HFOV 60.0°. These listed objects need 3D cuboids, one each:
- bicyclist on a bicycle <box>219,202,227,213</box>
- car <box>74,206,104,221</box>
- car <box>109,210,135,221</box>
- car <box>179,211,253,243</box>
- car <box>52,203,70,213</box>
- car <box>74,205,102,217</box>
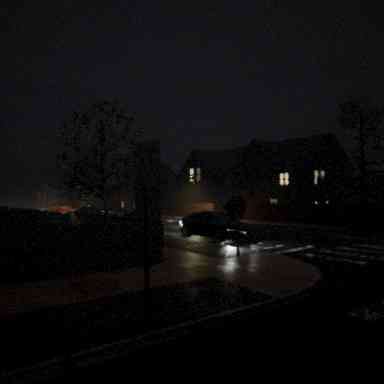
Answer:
[{"bbox_3d":[2.611,1.642,26.145,1.656,1.620,0.582,-1,0,-35],"label":"bicyclist on a bicycle"},{"bbox_3d":[-10.909,2.272,35.080,1.882,1.535,5.008,-1,-1,-35],"label":"car"},{"bbox_3d":[-4.930,2.151,26.667,1.895,1.301,4.718,-1,-1,-35],"label":"car"},{"bbox_3d":[1.157,1.807,18.104,1.837,1.490,4.892,-1,-1,-35],"label":"car"},{"bbox_3d":[-22.013,2.652,55.768,2.097,1.767,4.553,-1,-1,-36],"label":"car"},{"bbox_3d":[-13.869,2.512,44.306,2.033,1.411,5.357,-1,-1,-35],"label":"car"}]
